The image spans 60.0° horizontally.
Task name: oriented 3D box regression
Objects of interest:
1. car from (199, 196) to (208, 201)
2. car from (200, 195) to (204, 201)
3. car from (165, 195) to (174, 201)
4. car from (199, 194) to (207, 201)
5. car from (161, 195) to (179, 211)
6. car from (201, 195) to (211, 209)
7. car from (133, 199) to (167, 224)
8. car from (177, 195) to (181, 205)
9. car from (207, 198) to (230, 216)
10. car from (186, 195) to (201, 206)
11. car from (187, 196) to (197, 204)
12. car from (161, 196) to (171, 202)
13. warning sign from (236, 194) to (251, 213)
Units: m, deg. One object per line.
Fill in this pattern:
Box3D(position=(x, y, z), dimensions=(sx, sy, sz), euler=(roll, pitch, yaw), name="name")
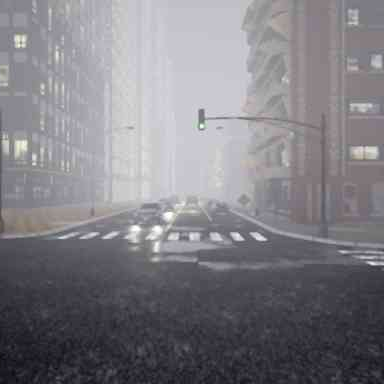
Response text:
Box3D(position=(2.697, 1.533, 79.201), dimensions=(1.802, 1.307, 4.206), euler=(0, 0, 0), name="car")
Box3D(position=(2.696, 1.511, 50.958), dimensions=(2.008, 1.369, 4.403), euler=(0, 0, 0), name="car")
Box3D(position=(-5.683, 1.495, 84.850), dimensions=(1.887, 1.381, 4.507), euler=(0, 0, 0), name="car")
Box3D(position=(2.698, 1.391, 84.849), dimensions=(1.967, 1.590, 4.097), euler=(0, 0, 0), name="car")
Box3D(position=(-3.087, 1.457, 39.662), dimensions=(2.128, 1.511, 4.902), euler=(0, 0, 0), name="car")
Box3D(position=(2.695, 1.514, 45.309), dimensions=(2.008, 1.369, 4.403), euler=(0, 0, 0), name="car")
Box3D(position=(-3.097, 1.502, 24.555), dimensions=(1.812, 1.442, 4.674), euler=(0, 0, 0), name="car")
Box3D(position=(-2.996, 1.311, 59.191), dimensions=(2.097, 1.767, 4.553), euler=(0, 0, 0), name="car")
Box3D(position=(2.744, 1.553, 32.392), dimensions=(1.802, 1.307, 4.206), euler=(0, 0, 0), name="car")
Box3D(position=(0.005, 1.310, 54.962), dimensions=(2.097, 1.767, 4.553), euler=(0, 0, 0), name="car")
Box3D(position=(0.007, 1.505, 64.993), dimensions=(2.033, 1.411, 5.357), euler=(0, 0, 0), name="car")
Box3D(position=(-5.683, 1.503, 73.552), dimensions=(2.008, 1.369, 4.403), euler=(0, 0, 0), name="car")
Box3D(position=(5.068, 1.086, 32.507), dimensions=(1.300, 1.860, 1.060), euler=(0, 0, 0), name="warning sign")
